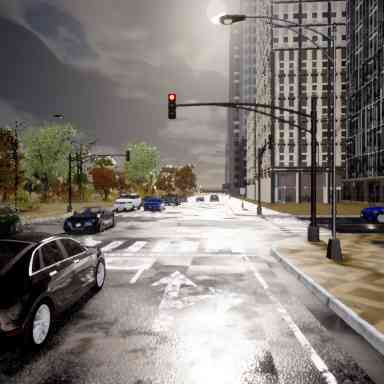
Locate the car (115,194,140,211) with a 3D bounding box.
[{"bbox_3d":[-7.673,1.212,40.338,2.150,2.045,5.566,0,0,5],"label":"car"}]

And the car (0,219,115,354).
[{"bbox_3d":[-3.023,1.504,6.175,1.837,1.490,4.892,0,0,1],"label":"car"}]

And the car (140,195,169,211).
[{"bbox_3d":[-4.437,1.469,39.918,1.882,1.535,5.008,0,0,6],"label":"car"}]

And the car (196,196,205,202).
[{"bbox_3d":[2.016,1.602,78.612,1.895,1.301,4.718,0,0,5],"label":"car"}]

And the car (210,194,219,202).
[{"bbox_3d":[5.292,1.364,78.818,2.097,1.767,4.553,0,0,5],"label":"car"}]

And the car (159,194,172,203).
[{"bbox_3d":[-5.369,1.351,67.941,2.097,1.767,4.553,0,0,5],"label":"car"}]

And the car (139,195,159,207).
[{"bbox_3d":[-6.708,1.344,52.198,2.097,1.767,4.553,0,0,5],"label":"car"}]

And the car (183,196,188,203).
[{"bbox_3d":[-1.895,1.519,70.476,1.812,1.442,4.674,0,0,5],"label":"car"}]

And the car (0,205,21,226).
[{"bbox_3d":[-9.445,1.348,14.389,2.097,1.767,4.553,0,0,2],"label":"car"}]

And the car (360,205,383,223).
[{"bbox_3d":[14.356,1.319,22.991,5.008,1.535,1.882,0,0,5],"label":"car"}]

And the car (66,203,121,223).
[{"bbox_3d":[-5.938,1.554,19.657,1.994,1.385,4.181,0,0,3],"label":"car"}]

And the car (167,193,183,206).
[{"bbox_3d":[-3.223,1.213,55.036,2.150,2.045,5.566,0,0,5],"label":"car"}]
